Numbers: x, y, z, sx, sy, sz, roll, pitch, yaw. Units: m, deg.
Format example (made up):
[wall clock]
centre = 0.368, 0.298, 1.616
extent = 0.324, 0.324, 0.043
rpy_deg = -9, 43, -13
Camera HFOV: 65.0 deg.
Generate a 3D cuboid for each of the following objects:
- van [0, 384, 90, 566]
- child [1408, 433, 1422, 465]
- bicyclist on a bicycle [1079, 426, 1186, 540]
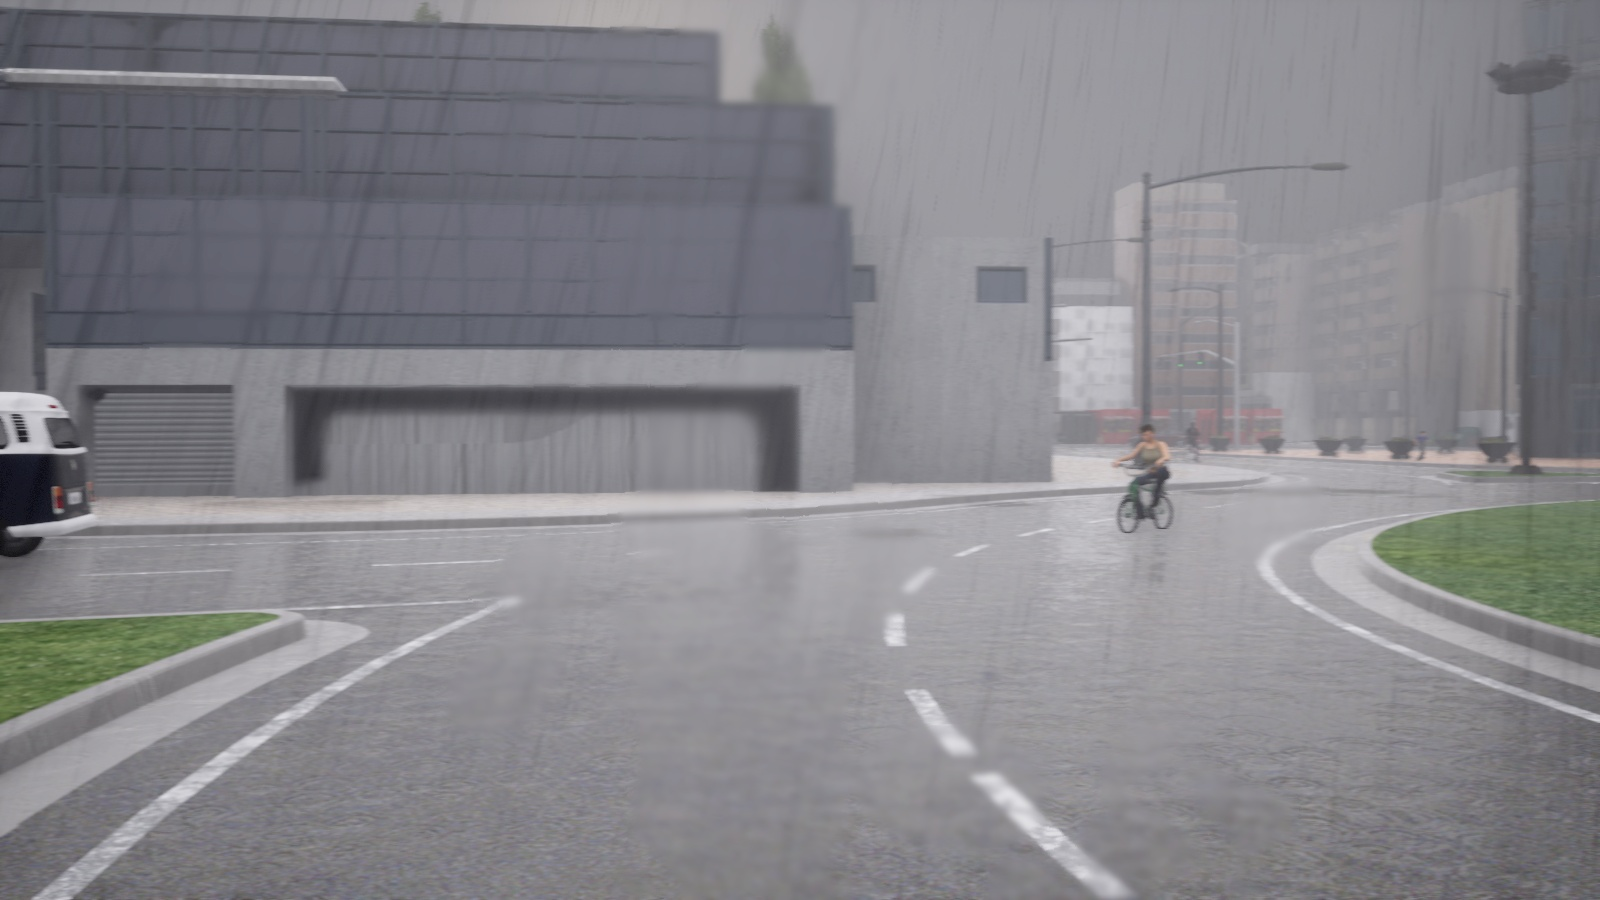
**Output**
[van]
centre = -11.027, 0.258, 14.558
extent = 4.480, 2.038, 2.069
rpy_deg = 0, 1, -15
[child]
centre = 24.494, -0.030, 50.017
extent = 0.270, 1.263, 0.437
rpy_deg = 0, 1, -14
[bicyclist on a bicycle]
centre = 4.934, 0.451, 18.593
extent = 1.509, 1.612, 0.866
rpy_deg = -1, 1, -44
